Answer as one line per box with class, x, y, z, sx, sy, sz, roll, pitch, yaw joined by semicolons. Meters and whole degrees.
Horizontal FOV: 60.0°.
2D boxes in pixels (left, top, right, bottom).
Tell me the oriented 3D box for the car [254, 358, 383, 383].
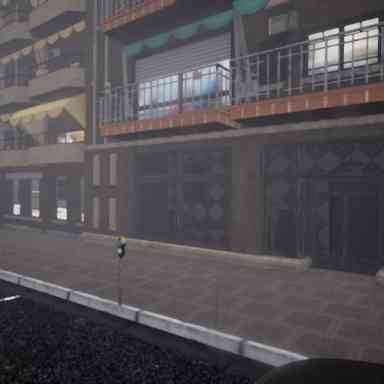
car;2.147;1.551;1.326;4.403;1.369;2.008;0;1;36
